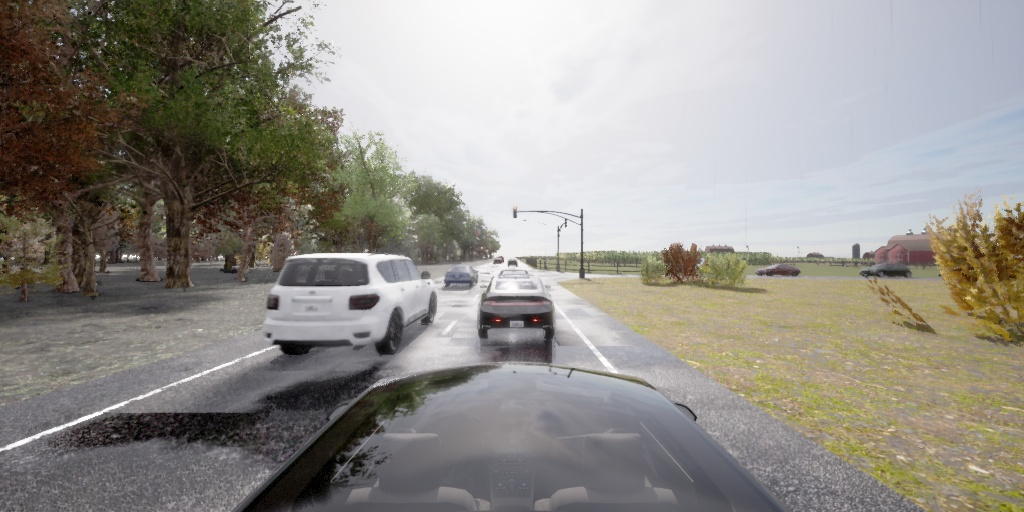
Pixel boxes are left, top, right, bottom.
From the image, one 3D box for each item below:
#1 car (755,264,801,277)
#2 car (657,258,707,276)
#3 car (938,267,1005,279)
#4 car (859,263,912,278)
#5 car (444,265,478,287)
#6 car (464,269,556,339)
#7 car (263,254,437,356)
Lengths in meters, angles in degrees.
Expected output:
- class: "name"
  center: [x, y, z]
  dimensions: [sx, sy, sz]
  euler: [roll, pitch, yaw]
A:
- class: "car"
  center: [30.838, 1.670, 41.600]
  dimensions: [4.674, 1.442, 1.812]
  euler: [0, -1, 0]
- class: "car"
  center: [19.678, 1.244, 41.660]
  dimensions: [5.566, 2.045, 2.150]
  euler: [1, -1, 0]
- class: "car"
  center: [48.608, 1.825, 37.899]
  dimensions: [5.357, 1.411, 2.033]
  euler: [1, -1, 1]
- class: "car"
  center: [43.140, 1.631, 41.520]
  dimensions: [4.553, 1.767, 2.097]
  euler: [1, -1, 1]
- class: "car"
  center: [-3.387, 1.303, 24.641]
  dimensions: [2.033, 1.411, 5.357]
  euler: [0, 0, 0]
- class: "car"
  center: [0.106, 1.244, 10.102]
  dimensions: [2.128, 1.511, 4.902]
  euler: [0, 0, 0]
- class: "car"
  center: [-3.397, 0.973, 8.766]
  dimensions: [2.150, 2.045, 5.566]
  euler: [0, 0, 0]
